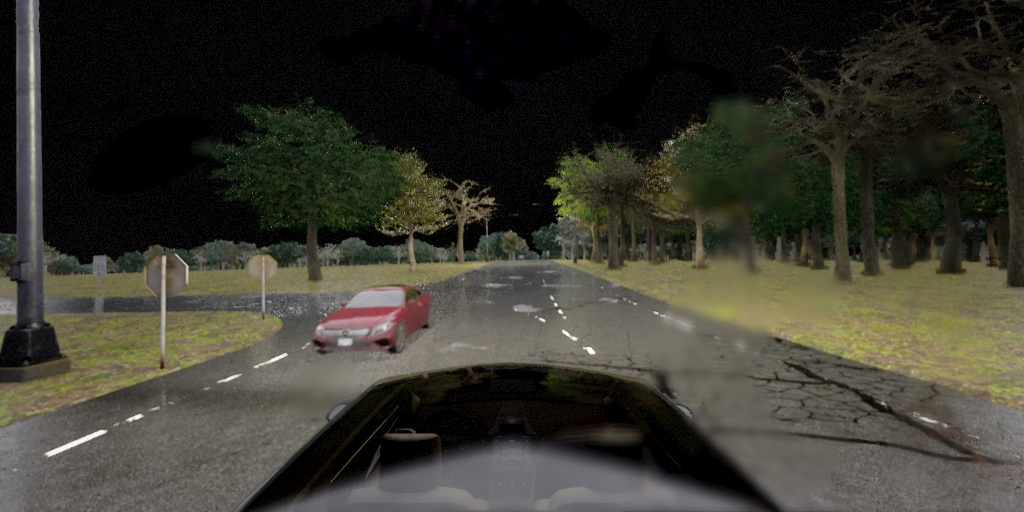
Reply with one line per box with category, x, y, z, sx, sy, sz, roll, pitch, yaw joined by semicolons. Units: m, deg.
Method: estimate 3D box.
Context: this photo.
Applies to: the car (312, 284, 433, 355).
car;-3.425;1.530;9.762;1.812;1.442;4.674;-1;0;1
